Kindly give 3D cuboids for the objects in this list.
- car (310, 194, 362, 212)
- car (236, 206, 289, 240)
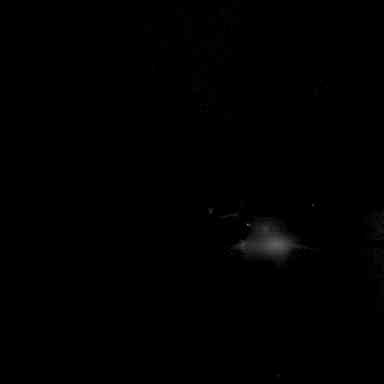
[{"bbox_3d":[13.007,0.966,30.093,4.902,1.511,2.128,-1,0,-20],"label":"car"},{"bbox_3d":[3.138,1.345,15.547,1.994,1.385,4.181,-1,1,4],"label":"car"}]
